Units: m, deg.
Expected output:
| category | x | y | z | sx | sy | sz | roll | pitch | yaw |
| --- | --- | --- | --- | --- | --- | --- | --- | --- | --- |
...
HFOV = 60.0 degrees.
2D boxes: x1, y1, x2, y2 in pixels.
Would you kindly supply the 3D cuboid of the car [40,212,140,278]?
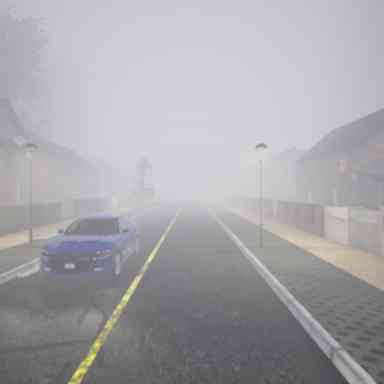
| category | x | y | z | sx | sy | sz | roll | pitch | yaw |
| --- | --- | --- | --- | --- | --- | --- | --- | --- | --- |
| car | -2.832 | 1.437 | 10.223 | 1.882 | 1.535 | 5.008 | 0 | 0 | 0 |
